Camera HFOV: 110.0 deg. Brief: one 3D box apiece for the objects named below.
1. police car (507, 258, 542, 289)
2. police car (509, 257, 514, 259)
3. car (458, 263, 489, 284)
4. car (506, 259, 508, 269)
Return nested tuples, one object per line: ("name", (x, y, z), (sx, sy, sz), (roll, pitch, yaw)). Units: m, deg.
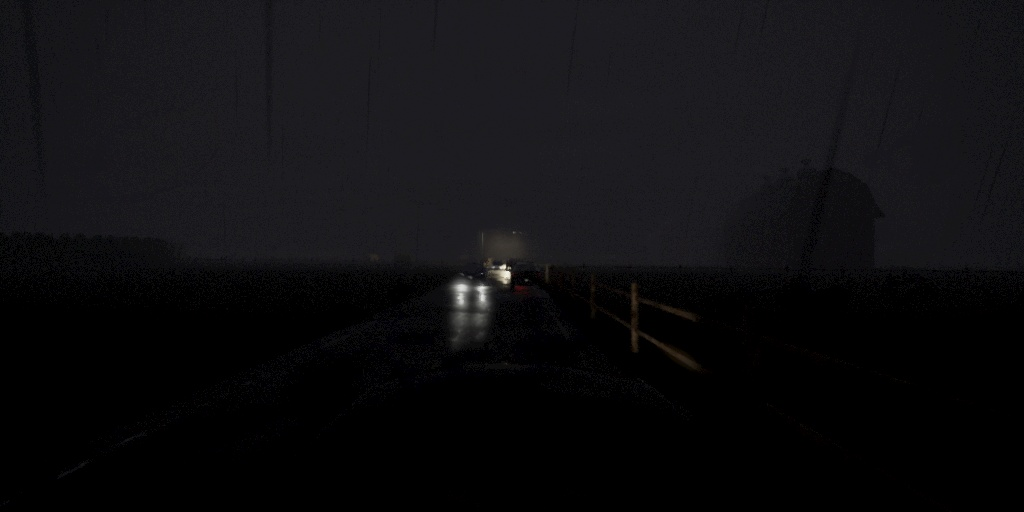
("police car", (0.824, 1.156, 22.913), (1.930, 1.638, 5.238), (0, 0, 0))
("police car", (0.825, 1.141, 38.912), (1.930, 1.638, 5.238), (0, 0, 0))
("car", (-2.844, 1.253, 27.296), (1.812, 1.442, 4.674), (0, 0, 0))
("car", (0.002, 1.174, 57.003), (1.882, 1.535, 5.008), (0, 0, 0))
